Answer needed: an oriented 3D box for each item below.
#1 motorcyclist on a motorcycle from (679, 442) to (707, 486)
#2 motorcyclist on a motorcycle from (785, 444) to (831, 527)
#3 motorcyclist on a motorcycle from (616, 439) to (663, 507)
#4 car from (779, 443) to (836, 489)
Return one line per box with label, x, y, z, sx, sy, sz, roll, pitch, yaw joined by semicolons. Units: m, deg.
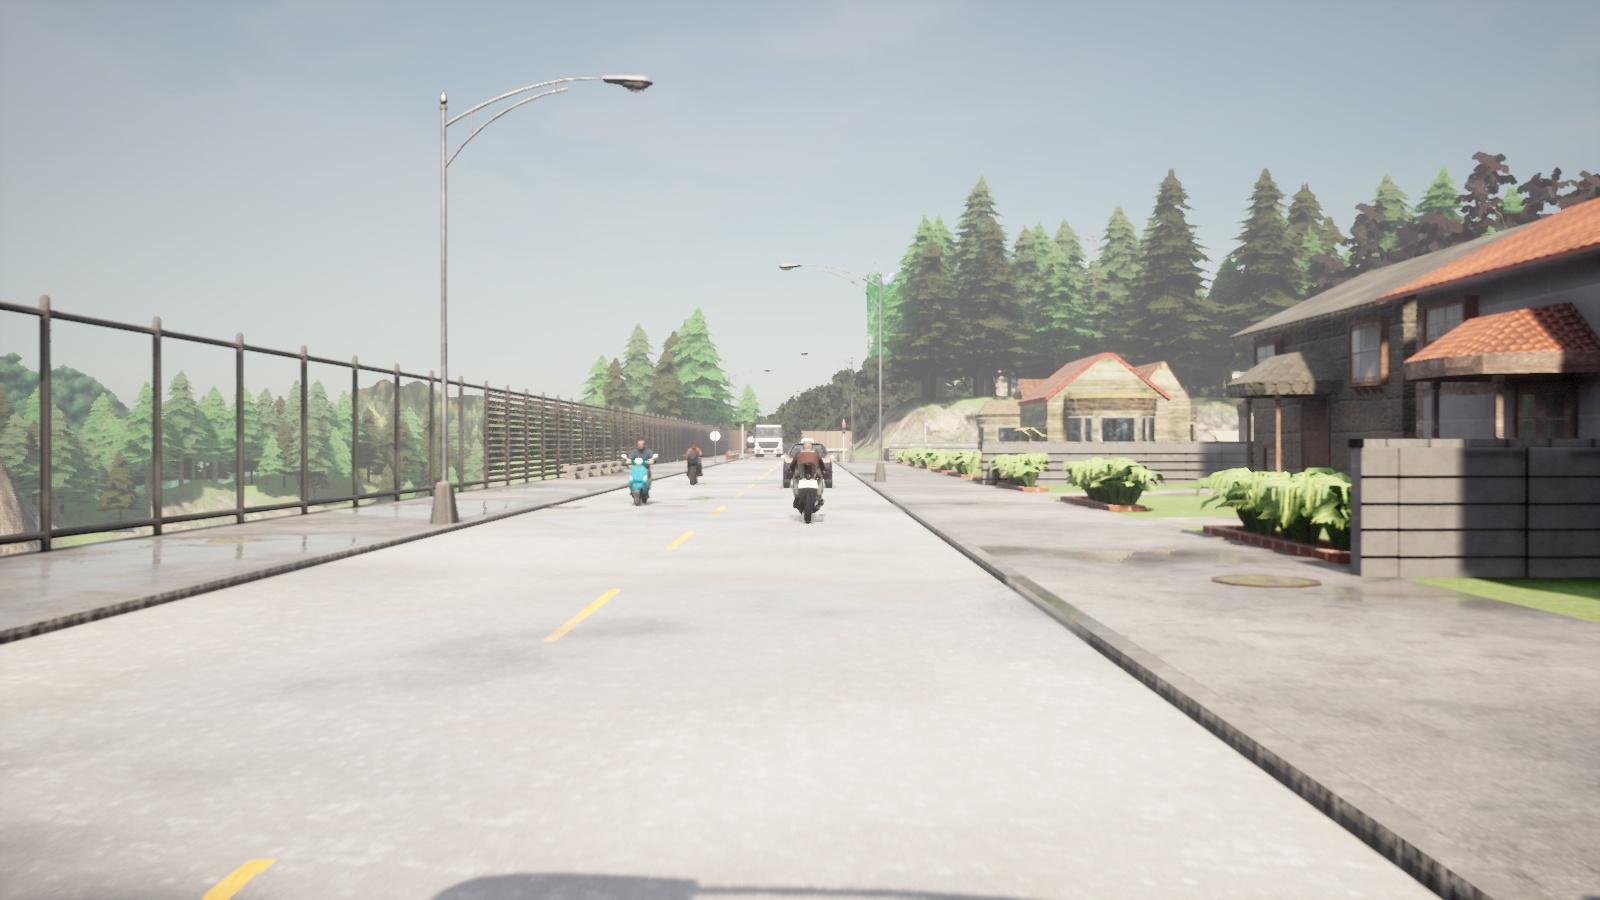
motorcyclist on a motorcycle;-3.734;0.477;44.081;0.797;1.523;2.044;0;0;0
motorcyclist on a motorcycle;0.153;0.645;24.294;0.866;1.530;2.191;0;0;0
motorcyclist on a motorcycle;-3.814;0.528;29.974;0.866;1.590;1.817;0;0;0
car;0.259;0.519;42.846;1.845;1.501;3.633;0;0;0
